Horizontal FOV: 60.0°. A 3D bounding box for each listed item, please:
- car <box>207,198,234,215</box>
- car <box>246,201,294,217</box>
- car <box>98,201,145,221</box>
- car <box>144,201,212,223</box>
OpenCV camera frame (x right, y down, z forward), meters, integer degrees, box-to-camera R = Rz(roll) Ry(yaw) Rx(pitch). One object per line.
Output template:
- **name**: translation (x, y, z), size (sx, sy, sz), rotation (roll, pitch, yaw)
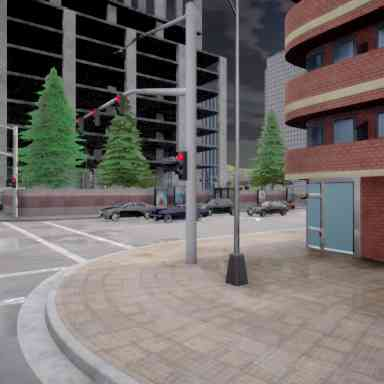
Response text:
- **car**: translation (2.207, 1.407, 32.896), size (4.553, 1.767, 2.097), rotation (0, 0, -35)
- **car**: translation (7.364, 1.581, 32.248), size (4.674, 1.442, 1.812), rotation (0, 0, -35)
- **car**: translation (-5.283, 1.547, 27.608), size (4.902, 1.511, 2.128), rotation (0, 0, -35)
- **car**: translation (-1.021, 1.656, 26.332), size (4.718, 1.301, 1.895), rotation (0, 0, -35)
